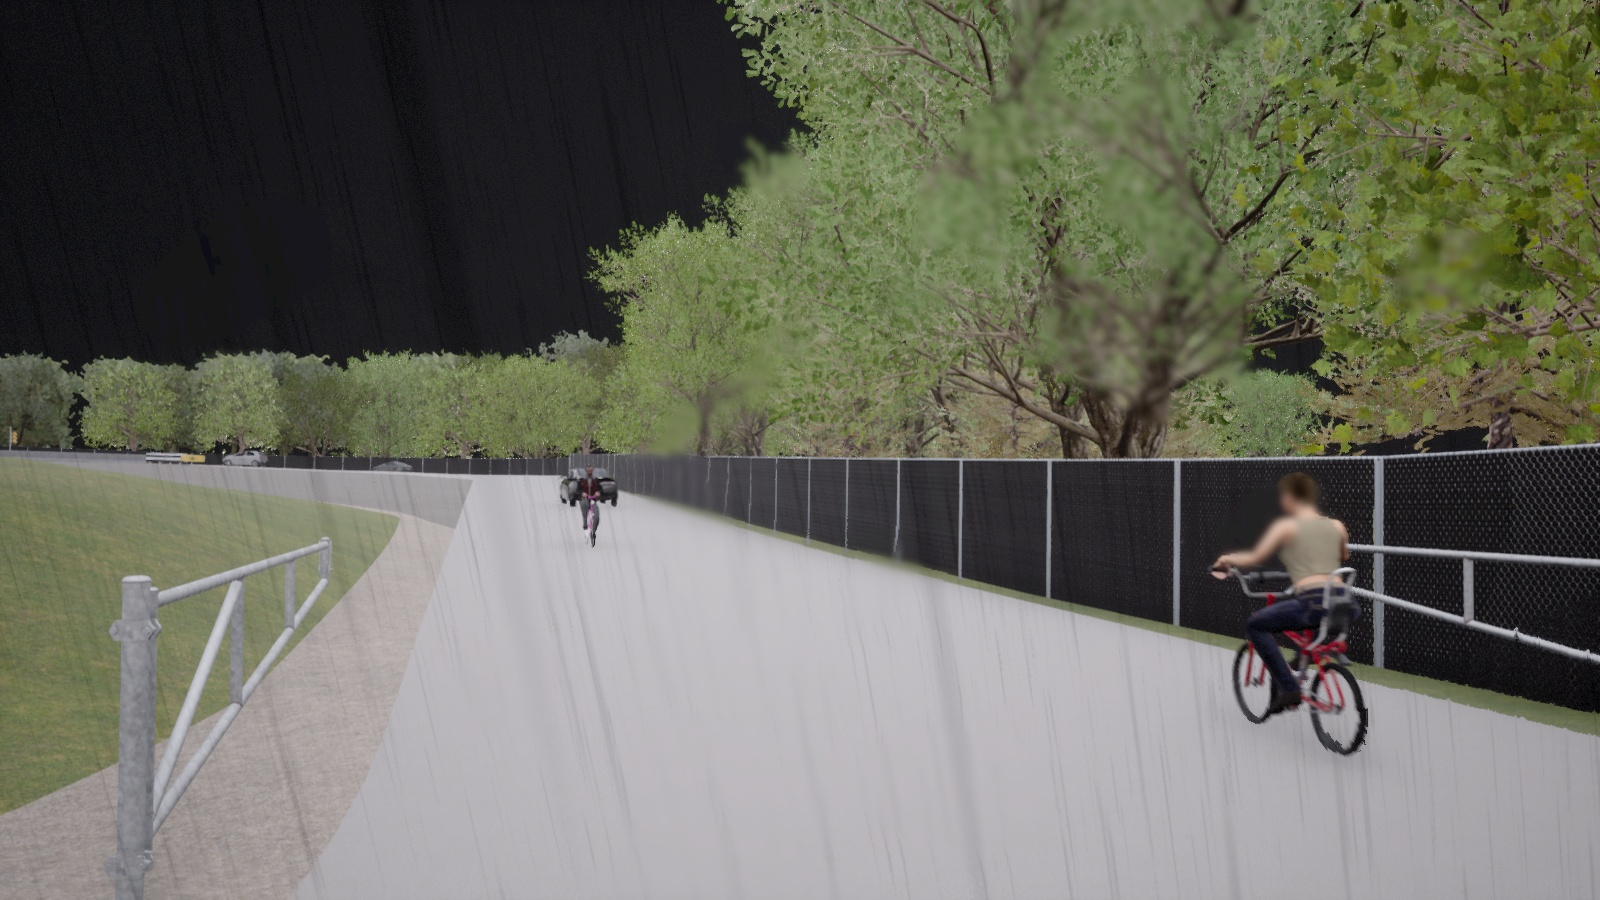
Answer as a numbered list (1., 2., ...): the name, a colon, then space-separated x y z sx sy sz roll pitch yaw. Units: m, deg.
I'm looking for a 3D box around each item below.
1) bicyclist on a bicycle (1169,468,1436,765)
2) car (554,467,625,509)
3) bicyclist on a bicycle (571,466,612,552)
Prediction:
1. bicyclist on a bicycle: 2.988 0.923 7.655 0.866 1.612 1.509 0 -1 -7
2. car: -8.412 1.459 49.866 2.128 1.511 4.902 0 0 -17
3. bicyclist on a bicycle: -4.476 1.236 26.930 0.659 1.776 1.843 0 -1 -16
